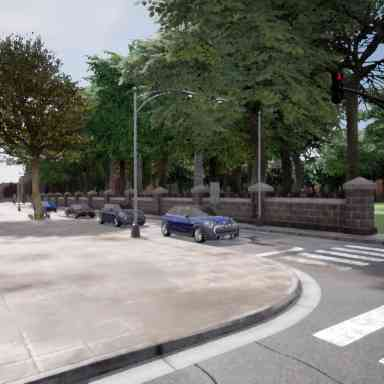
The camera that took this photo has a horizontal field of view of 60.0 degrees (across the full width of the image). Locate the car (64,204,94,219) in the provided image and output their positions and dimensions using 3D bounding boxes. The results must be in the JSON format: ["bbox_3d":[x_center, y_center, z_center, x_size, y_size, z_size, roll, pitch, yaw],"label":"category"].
[{"bbox_3d":[-11.312,1.879,33.329,2.033,1.411,5.357,0,-1,-35],"label":"car"}]

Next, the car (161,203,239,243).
[{"bbox_3d":[0.307,1.478,17.047,2.097,1.767,4.553,0,0,-35],"label":"car"}]

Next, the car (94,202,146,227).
[{"bbox_3d":[-5.266,1.570,24.850,2.097,1.767,4.553,0,0,-36],"label":"car"}]

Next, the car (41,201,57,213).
[{"bbox_3d":[-19.950,2.005,45.575,1.882,1.535,5.008,0,-1,-36],"label":"car"}]
